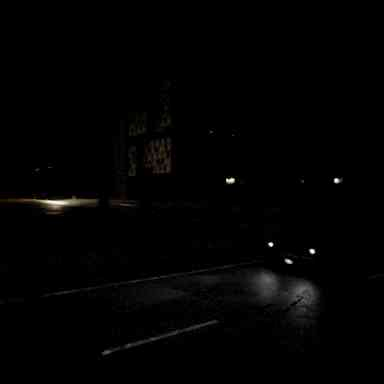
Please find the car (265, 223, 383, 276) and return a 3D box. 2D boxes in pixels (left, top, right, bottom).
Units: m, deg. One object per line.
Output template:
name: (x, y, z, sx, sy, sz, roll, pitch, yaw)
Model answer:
car: (4.574, 1.704, 10.831, 4.718, 1.301, 1.895, 1, 0, -36)
